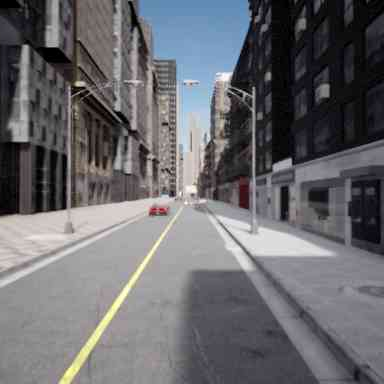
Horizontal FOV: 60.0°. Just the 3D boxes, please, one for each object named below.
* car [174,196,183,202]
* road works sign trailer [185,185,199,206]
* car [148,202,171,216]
[{"bbox_3d":[-2.994,1.560,74.694,1.895,1.301,4.718,0,0,0],"label":"car"},{"bbox_3d":[0.011,0.534,56.039,2.380,3.560,2.880,0,0,0],"label":"road works sign trailer"},{"bbox_3d":[-3.092,1.625,32.336,1.895,1.301,4.718,0,0,0],"label":"car"}]
